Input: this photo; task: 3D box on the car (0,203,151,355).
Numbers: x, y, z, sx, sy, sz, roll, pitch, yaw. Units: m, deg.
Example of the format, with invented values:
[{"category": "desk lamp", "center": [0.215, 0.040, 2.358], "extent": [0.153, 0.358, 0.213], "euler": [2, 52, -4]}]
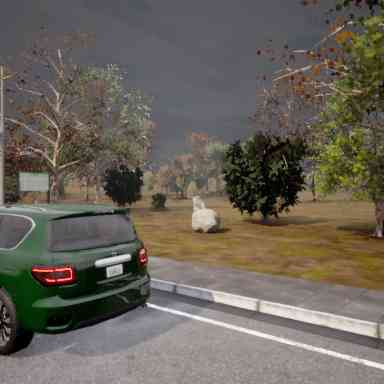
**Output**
[{"category": "car", "center": [-3.298, 1.221, 6.321], "extent": [5.566, 2.045, 2.150], "euler": [0, 0, 35]}]
